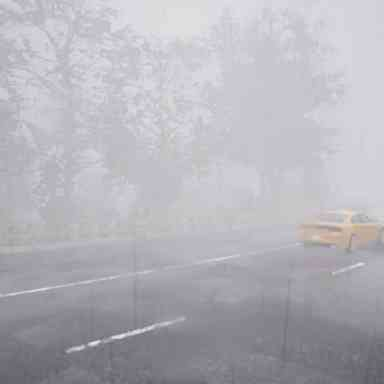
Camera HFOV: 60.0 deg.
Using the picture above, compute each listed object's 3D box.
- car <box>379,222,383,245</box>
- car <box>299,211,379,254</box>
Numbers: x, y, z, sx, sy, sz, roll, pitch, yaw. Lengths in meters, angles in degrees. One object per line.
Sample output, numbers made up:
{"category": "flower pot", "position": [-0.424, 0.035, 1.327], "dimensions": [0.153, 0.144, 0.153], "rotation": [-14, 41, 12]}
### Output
{"category": "car", "position": [7.731, 1.542, 10.368], "dimensions": [4.674, 1.442, 1.812], "rotation": [0, 0, -42]}
{"category": "car", "position": [6.365, 1.510, 13.858], "dimensions": [5.008, 1.535, 1.882], "rotation": [0, 0, -43]}
